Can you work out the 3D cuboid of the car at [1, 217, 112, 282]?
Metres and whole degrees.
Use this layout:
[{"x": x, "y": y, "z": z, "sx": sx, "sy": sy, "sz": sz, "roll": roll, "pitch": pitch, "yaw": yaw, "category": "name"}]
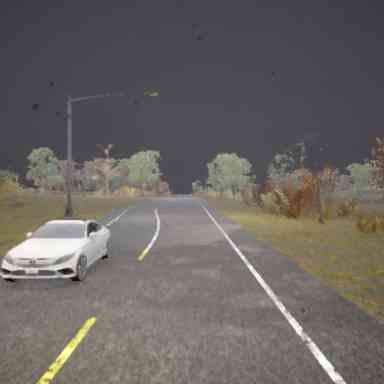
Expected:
[{"x": -3.661, "y": 1.527, "z": 9.872, "sx": 1.812, "sy": 1.442, "sz": 4.674, "roll": 0, "pitch": 0, "yaw": -1, "category": "car"}]
